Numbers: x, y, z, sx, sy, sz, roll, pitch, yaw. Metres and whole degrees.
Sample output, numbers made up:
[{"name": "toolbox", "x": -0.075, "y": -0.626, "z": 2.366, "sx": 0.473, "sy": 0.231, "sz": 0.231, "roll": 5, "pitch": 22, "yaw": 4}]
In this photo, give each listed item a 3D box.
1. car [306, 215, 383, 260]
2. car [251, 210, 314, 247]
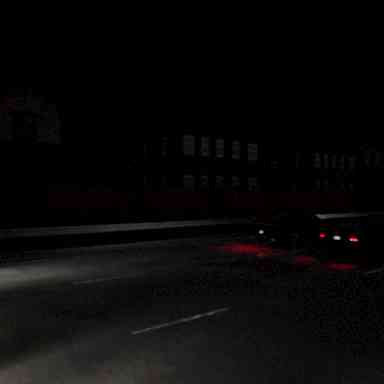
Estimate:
[{"name": "car", "x": 7.133, "y": 1.691, "z": 13.136, "sx": 5.357, "sy": 1.411, "sz": 2.033, "roll": 1, "pitch": 0, "yaw": -36}, {"name": "car", "x": 5.035, "y": 1.620, "z": 15.940, "sx": 5.008, "sy": 1.535, "sz": 1.882, "roll": 1, "pitch": 0, "yaw": -36}]
